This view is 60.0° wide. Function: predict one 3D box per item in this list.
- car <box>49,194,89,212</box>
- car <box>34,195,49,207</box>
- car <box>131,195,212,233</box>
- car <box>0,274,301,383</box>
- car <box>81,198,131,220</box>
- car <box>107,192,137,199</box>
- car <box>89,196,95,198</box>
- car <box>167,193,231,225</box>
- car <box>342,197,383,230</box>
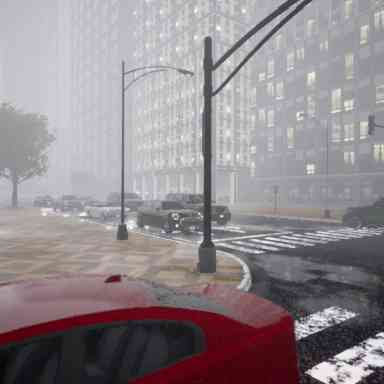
[{"bbox_3d":[-12.543,1.062,33.741,2.097,1.767,4.553,0,0,-37],"label":"car"},{"bbox_3d":[-18.548,1.113,41.870,2.128,1.511,4.902,0,0,-36],"label":"car"},{"bbox_3d":[-1.304,1.216,18.621,2.097,1.767,4.553,0,0,-37],"label":"car"},{"bbox_3d":[-1.354,1.478,2.394,5.008,1.535,1.882,0,0,-34],"label":"car"},{"bbox_3d":[-6.672,1.393,25.833,1.895,1.301,4.718,0,0,-37],"label":"car"},{"bbox_3d":[-6.042,1.001,30.446,2.150,2.045,5.566,0,0,-37],"label":"car"},{"bbox_3d":[-12.150,1.184,38.665,2.128,1.511,4.902,0,0,-37],"label":"car"},{"bbox_3d":[0.136,1.085,22.131,2.150,2.045,5.566,0,0,-37],"label":"car"},{"bbox_3d":[11.303,1.198,18.338,2.150,2.045,5.566,0,1,-37],"label":"car"}]
